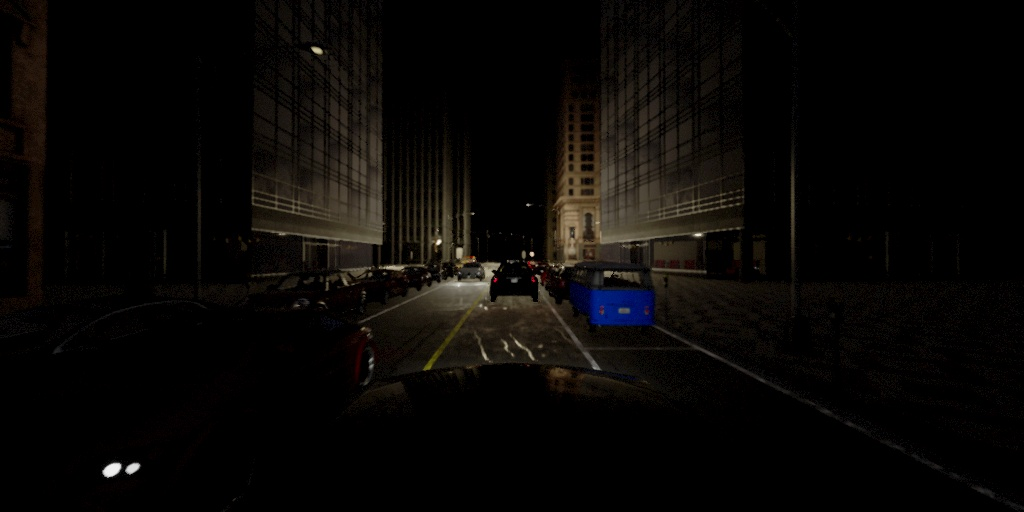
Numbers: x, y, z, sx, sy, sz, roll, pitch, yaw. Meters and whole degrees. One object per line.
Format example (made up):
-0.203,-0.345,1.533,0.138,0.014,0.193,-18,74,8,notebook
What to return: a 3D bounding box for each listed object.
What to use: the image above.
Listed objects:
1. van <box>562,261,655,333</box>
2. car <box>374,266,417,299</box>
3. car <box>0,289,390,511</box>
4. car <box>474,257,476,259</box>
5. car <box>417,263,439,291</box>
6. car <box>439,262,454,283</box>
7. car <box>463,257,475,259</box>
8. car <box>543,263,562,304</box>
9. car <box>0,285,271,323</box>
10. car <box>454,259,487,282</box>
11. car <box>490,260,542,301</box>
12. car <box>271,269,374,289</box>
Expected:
2.668,1.060,10.392,1.690,1.789,3.998,0,0,0,van
-5.857,1.249,15.857,1.888,1.381,4.507,0,0,0,car
-3.101,1.305,3.964,1.994,1.385,4.181,0,0,0,car
-5.855,0.992,48.610,2.192,1.841,5.009,0,0,0,car
-5.857,1.274,21.316,1.802,1.307,4.207,0,0,0,car
-5.856,1.233,26.775,2.007,1.370,4.403,0,0,0,car
-5.856,1.200,42.981,1.751,1.417,4.829,0,0,0,car
2.669,1.144,15.851,1.967,1.591,4.097,0,0,0,car
-5.857,1.288,4.939,2.007,1.370,4.403,0,0,0,car
-3.096,1.207,28.048,1.812,1.442,4.674,0,0,0,car
0.099,1.052,17.110,2.097,1.767,4.553,0,0,0,car
-5.857,1.159,10.398,1.967,1.591,4.097,0,0,0,car
